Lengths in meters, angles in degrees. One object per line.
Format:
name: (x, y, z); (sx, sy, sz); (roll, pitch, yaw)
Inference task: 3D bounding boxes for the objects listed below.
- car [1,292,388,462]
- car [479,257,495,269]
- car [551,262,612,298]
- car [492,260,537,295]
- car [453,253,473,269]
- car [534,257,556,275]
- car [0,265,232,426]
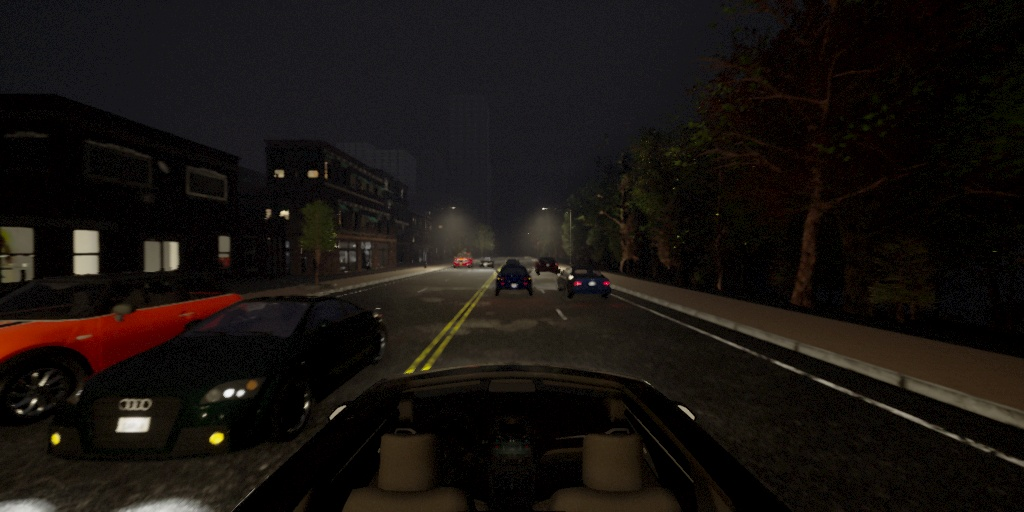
car: (-3.342, 1.289, 5.150); (1.994, 1.385, 4.181); (0, 0, 0)
car: (-3.319, 0.901, 48.211); (2.128, 1.511, 4.902); (0, 0, 0)
car: (3.354, 1.184, 17.490); (2.033, 1.411, 5.357); (0, 0, 0)
car: (0.095, 1.153, 18.677); (1.812, 1.442, 4.674); (0, 1, 0)
car: (-6.561, 0.623, 48.898); (2.150, 2.045, 5.566); (0, 1, 1)
car: (3.329, 0.857, 35.244); (2.097, 1.767, 4.553); (0, 0, 0)
car: (-6.584, 1.074, 5.634); (2.097, 1.767, 4.553); (0, 0, 0)
